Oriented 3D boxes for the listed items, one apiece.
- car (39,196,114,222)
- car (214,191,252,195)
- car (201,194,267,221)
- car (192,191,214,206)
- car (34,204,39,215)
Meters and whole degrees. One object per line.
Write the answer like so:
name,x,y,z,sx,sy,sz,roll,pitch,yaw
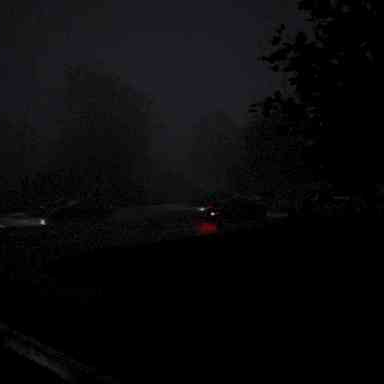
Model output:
car,-7.850,1.194,23.445,4.674,1.442,1.812,-1,2,-40
car,4.870,0.757,33.419,4.674,1.442,1.812,-3,3,-34
car,3.273,1.147,23.557,4.892,1.490,1.837,-2,1,-38
car,2.321,0.681,35.913,5.008,1.535,1.882,-3,2,-34
car,-9.777,1.080,26.410,5.008,1.535,1.882,-1,2,-40
